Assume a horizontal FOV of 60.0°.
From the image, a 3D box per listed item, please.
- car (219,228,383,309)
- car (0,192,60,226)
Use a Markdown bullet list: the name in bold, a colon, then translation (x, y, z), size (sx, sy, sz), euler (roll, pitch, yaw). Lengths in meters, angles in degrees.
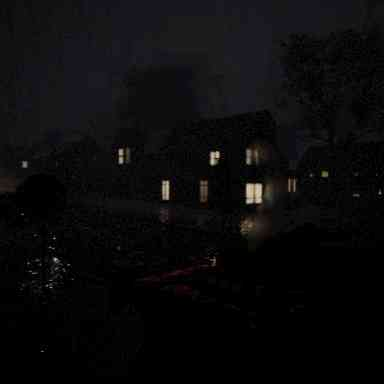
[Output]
- **car**: translation (3.066, 1.509, 6.826), size (4.718, 1.301, 1.895), euler (3, 3, 22)
- **car**: translation (-8.455, 0.728, 16.569), size (2.033, 1.411, 5.357), euler (-1, 3, -43)
